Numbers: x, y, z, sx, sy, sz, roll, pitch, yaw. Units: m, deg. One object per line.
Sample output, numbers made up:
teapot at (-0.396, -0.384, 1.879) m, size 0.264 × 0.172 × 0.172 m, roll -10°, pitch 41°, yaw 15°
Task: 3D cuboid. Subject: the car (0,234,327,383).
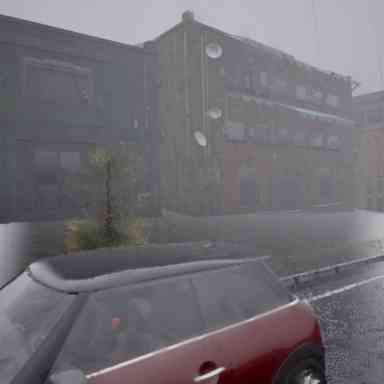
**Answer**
car at (-0.896, 1.351, 2.830) m, size 4.553 × 1.767 × 2.097 m, roll 0°, pitch 0°, yaw -36°
